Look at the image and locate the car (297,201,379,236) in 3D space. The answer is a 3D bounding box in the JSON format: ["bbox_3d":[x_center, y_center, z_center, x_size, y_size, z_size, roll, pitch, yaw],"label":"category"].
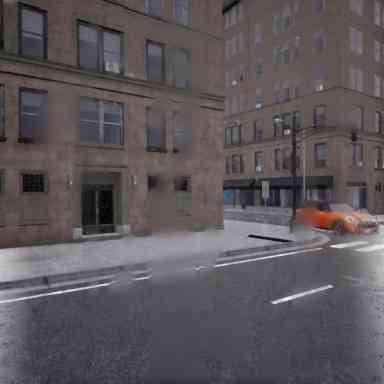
[{"bbox_3d":[7.878,1.330,18.452,2.097,1.767,4.553,0,1,-21],"label":"car"}]
